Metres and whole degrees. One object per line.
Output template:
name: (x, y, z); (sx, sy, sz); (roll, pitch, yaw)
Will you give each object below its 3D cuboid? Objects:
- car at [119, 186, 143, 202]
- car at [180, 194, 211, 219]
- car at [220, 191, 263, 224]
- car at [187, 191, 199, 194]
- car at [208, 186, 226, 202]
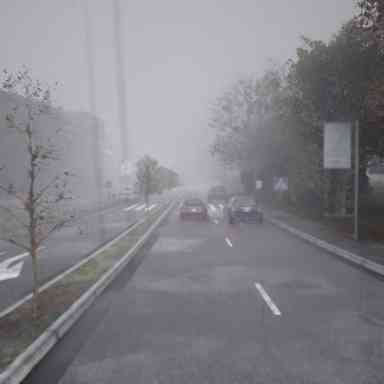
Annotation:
car: (-8.116, 0.205, 44.318); (2.435, 2.045, 5.566); (0, 2, 0)
car: (0.118, 1.154, 25.015); (1.994, 1.385, 4.181); (0, 2, 0)
car: (3.266, 1.038, 21.993); (2.097, 1.767, 4.553); (0, 2, 0)
car: (0.132, 0.591, 42.161); (2.033, 1.411, 5.357); (0, 2, 0)
car: (3.292, 0.215, 43.715); (2.150, 2.045, 5.566); (0, 2, 0)
